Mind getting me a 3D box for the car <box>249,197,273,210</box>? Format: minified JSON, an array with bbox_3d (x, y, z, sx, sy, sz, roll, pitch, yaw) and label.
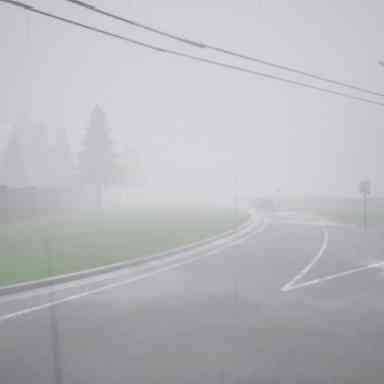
[{"bbox_3d":[8.222,1.318,39.740,1.837,1.490,4.892,0,0,-4],"label":"car"}]
